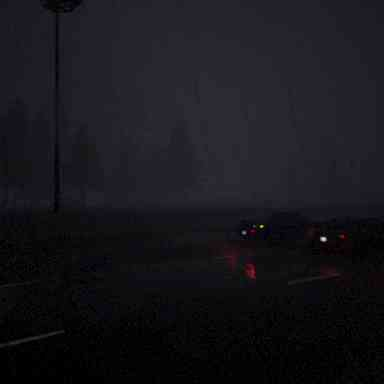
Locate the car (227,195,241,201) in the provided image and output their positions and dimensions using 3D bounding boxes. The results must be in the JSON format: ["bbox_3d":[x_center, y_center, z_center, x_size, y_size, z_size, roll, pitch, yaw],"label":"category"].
[{"bbox_3d":[11.579,1.549,88.857,1.882,1.535,5.008,0,0,-8],"label":"car"}]

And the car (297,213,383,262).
[{"bbox_3d":[6.217,1.577,12.272,4.181,1.385,1.994,0,0,-29],"label":"car"}]

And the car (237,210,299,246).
[{"bbox_3d":[4.227,1.540,15.174,4.674,1.442,1.812,0,0,-29],"label":"car"}]
